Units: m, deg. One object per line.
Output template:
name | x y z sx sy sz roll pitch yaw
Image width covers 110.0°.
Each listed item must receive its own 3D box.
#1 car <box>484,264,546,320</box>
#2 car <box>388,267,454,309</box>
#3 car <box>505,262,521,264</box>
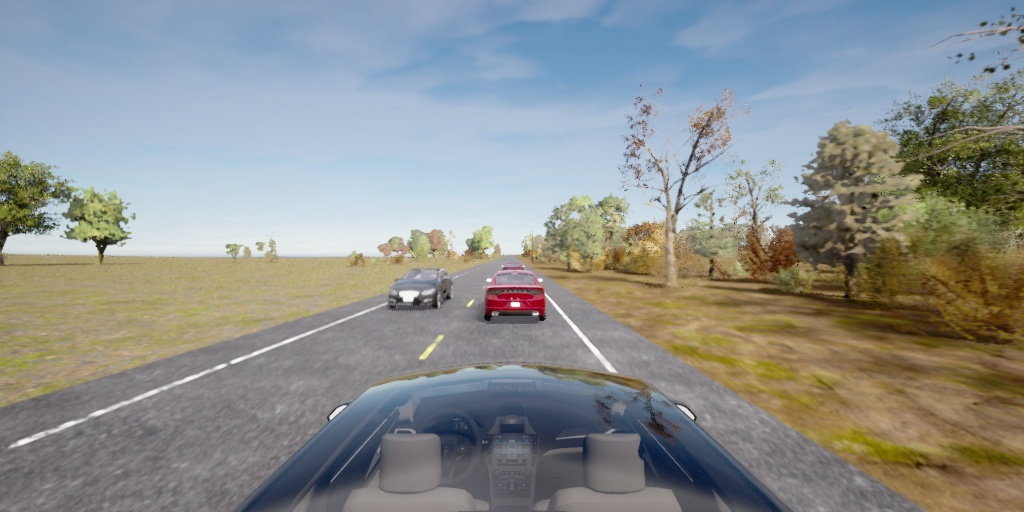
car | 0.098 1.226 12.679 1.882 1.535 5.008 0 0 0
car | -3.603 1.239 14.912 2.128 1.511 4.902 0 0 0
car | 0.094 1.213 31.052 1.882 1.535 5.008 0 0 0
